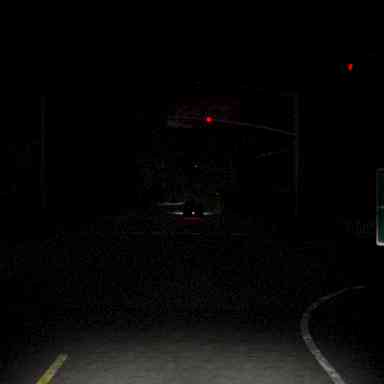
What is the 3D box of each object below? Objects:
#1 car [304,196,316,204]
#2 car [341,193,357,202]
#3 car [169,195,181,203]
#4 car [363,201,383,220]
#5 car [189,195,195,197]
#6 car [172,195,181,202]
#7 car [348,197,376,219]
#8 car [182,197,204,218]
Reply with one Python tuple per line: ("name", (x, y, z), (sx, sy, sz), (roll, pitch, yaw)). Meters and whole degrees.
("car", (22.316, 1.552, 64.058), (1.970, 1.475, 3.806), (0, 0, 0))
("car", (34.696, 1.489, 71.886), (2.007, 1.523, 4.514), (0, 0, 0))
("car", (-3.655, 1.352, 68.557), (2.097, 1.767, 4.553), (0, 0, 0))
("car", (18.606, 1.672, 30.651), (4.611, 1.667, 2.242), (0, 0, 0))
("car", (-0.184, 1.552, 86.304), (1.994, 1.385, 4.181), (0, 0, 0))
("car", (-3.668, 1.540, 78.880), (2.033, 1.411, 5.357), (0, 0, 0))
("car", (14.296, 1.504, 24.968), (3.866, 1.878, 1.905), (0, 0, 0))
("car", (0.087, 1.595, 31.685), (1.837, 1.490, 4.892), (2, 0, -1))
